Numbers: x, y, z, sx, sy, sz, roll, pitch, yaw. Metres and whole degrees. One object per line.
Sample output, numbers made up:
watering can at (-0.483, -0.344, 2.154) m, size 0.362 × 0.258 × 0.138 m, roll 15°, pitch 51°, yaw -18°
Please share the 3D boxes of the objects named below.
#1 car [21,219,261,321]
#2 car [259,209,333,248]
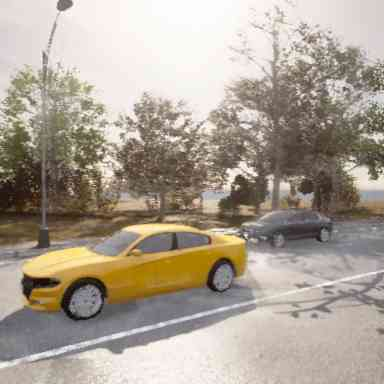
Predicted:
car at (-1.001, 1.477, 7.423) m, size 5.008 × 1.535 × 1.882 m, roll 0°, pitch 0°, yaw -34°
car at (4.308, 1.534, 15.006) m, size 4.892 × 1.490 × 1.837 m, roll 1°, pitch 0°, yaw -32°
